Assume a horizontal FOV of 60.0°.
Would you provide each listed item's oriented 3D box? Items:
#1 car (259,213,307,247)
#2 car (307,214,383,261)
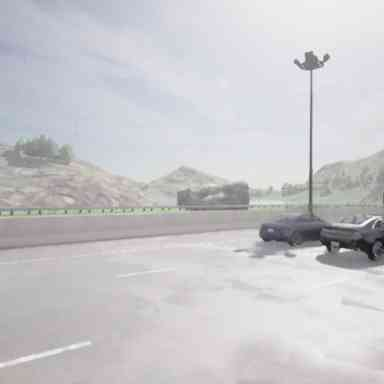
[{"bbox_3d":[5.203,1.684,15.783,4.181,1.385,1.994,1,0,-31],"label":"car"},{"bbox_3d":[7.037,1.613,12.803,4.902,1.511,2.128,1,0,-32],"label":"car"}]
